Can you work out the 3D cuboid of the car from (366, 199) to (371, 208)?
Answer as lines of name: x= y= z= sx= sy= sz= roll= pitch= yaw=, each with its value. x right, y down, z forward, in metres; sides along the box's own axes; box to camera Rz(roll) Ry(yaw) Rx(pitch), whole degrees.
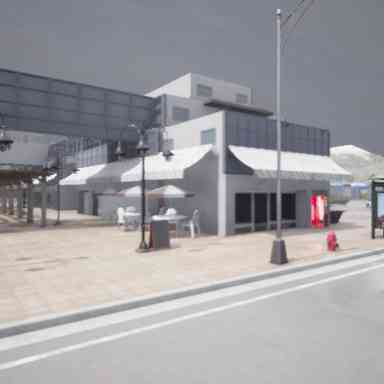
car: x=25.544 y=1.423 z=45.519 sx=3.806 sy=1.475 sz=1.970 roll=0 pitch=0 yaw=-36

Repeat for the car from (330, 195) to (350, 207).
car: x=21.540 y=1.344 z=50.544 sx=5.027 sy=1.636 sz=2.152 roll=0 pitch=0 yaw=-36

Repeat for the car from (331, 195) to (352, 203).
car: x=30.808 y=1.488 z=68.664 sx=4.514 sy=1.523 sz=2.007 roll=0 pitch=0 yaw=-36
